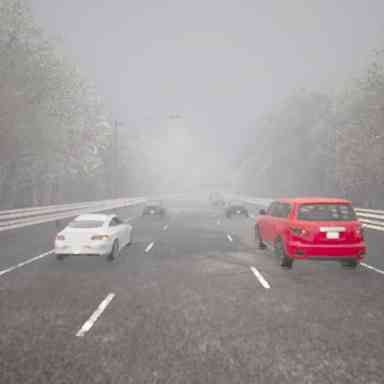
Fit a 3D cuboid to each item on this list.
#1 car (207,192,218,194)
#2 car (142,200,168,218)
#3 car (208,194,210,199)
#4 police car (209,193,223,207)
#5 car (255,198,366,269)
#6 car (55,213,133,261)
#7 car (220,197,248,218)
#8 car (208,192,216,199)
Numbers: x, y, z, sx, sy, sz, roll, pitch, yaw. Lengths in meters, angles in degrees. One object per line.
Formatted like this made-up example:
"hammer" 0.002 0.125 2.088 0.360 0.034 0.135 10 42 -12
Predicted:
"car" 4.718 1.023 71.835 2.150 2.045 5.566 0 0 2
"car" -3.203 1.449 29.246 1.812 1.442 4.674 0 0 1
"car" 4.376 1.435 60.886 1.895 1.301 4.718 0 0 2
"police car" 4.090 1.372 49.905 2.038 1.542 4.974 0 0 1
"car" 3.635 1.194 11.242 2.150 2.045 5.566 0 0 0
"car" -3.359 1.494 12.035 1.812 1.442 4.674 0 0 0
"car" 3.812 1.450 29.347 1.812 1.442 4.674 0 0 1
"car" 5.571 0.952 93.729 2.150 2.045 5.566 0 0 3
